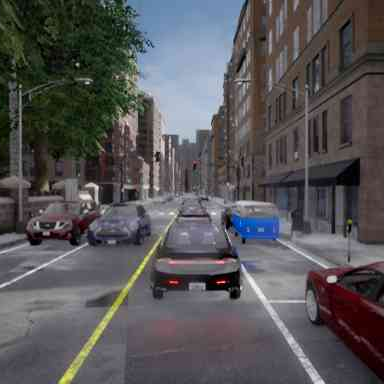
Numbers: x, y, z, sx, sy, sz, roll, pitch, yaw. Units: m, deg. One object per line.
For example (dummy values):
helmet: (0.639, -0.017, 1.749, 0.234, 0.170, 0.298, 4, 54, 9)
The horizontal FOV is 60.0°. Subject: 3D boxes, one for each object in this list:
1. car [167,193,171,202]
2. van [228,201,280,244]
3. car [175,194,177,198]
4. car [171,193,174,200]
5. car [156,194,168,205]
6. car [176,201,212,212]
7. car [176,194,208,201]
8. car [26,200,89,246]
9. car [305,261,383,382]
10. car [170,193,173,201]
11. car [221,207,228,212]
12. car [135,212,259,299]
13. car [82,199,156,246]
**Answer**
car: (-5.699, 1.470, 64.604, 2.008, 1.369, 4.403, 0, 0, 0)
van: (2.848, 1.329, 15.508, 1.690, 1.788, 3.998, 0, 0, 0)
car: (-5.709, 1.454, 86.407, 2.008, 1.369, 4.403, 0, 0, 0)
car: (-5.704, 1.454, 75.506, 1.887, 1.381, 4.507, 0, 0, 0)
car: (-5.697, 1.451, 58.983, 1.752, 1.417, 4.829, 0, 0, 0)
car: (0.090, 1.476, 18.348, 2.128, 1.511, 4.902, 0, 0, 0)
car: (-0.014, 1.325, 27.525, 2.097, 1.767, 4.553, 0, 0, 0)
car: (-5.677, 1.302, 15.464, 2.192, 1.841, 5.009, 0, 0, 0)
car: (2.853, 1.542, 4.188, 1.887, 1.381, 4.507, 0, 0, 0)
car: (-5.702, 1.459, 70.055, 1.887, 1.381, 4.507, 0, 0, 0)
car: (2.846, 1.547, 21.169, 1.947, 1.339, 4.313, 0, 0, 0)
car: (0.096, 1.486, 8.409, 2.128, 1.511, 4.902, 0, 0, 0)
car: (-3.088, 1.340, 15.080, 2.097, 1.767, 4.553, 0, 0, 0)
